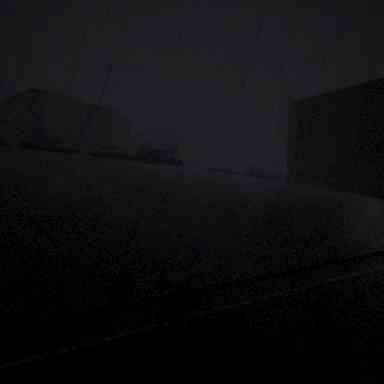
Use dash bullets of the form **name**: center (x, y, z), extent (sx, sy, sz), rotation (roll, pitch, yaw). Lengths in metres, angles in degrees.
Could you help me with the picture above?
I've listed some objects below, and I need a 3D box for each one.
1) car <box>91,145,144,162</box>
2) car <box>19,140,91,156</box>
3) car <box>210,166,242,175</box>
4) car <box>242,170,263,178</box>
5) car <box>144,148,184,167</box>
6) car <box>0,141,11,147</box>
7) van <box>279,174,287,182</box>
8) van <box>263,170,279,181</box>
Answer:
- **car**: center (-7.167, -3.310, 30.681), extent (2.185, 1.767, 4.553), rotation (0, -1, 45)
- **car**: center (-11.136, -3.343, 26.677), extent (4.892, 1.521, 2.231), rotation (2, -1, -44)
- **car**: center (4.046, -2.544, 42.970), extent (2.002, 1.452, 4.674), rotation (1, -2, 41)
- **car**: center (7.611, -2.301, 47.208), extent (2.002, 1.452, 4.674), rotation (1, -2, 40)
- **car**: center (-3.289, -3.256, 34.737), extent (2.435, 2.045, 5.566), rotation (0, -2, 44)
- **car**: center (-15.037, -3.439, 22.914), extent (4.674, 1.452, 2.002), rotation (2, -1, -43)
- **van**: center (14.589, -2.009, 55.978), extent (1.878, 1.987, 4.442), rotation (1, -3, 38)
- **van**: center (11.202, -2.296, 51.606), extent (1.878, 1.987, 4.442), rotation (1, -2, 39)
